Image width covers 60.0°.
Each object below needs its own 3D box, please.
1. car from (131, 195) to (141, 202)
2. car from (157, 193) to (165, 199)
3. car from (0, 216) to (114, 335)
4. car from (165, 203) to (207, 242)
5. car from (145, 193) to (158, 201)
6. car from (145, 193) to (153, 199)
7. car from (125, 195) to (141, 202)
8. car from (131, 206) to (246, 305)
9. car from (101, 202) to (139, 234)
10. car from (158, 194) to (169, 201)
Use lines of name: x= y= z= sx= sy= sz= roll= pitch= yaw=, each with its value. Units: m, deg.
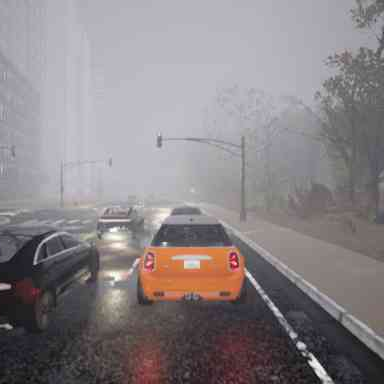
car: x=-11.612 y=1.359 z=69.441 sx=1.837 sy=1.490 sz=4.892 roll=0 pitch=0 yaw=-8
car: x=-8.624 y=1.149 z=91.117 sx=1.812 sy=1.442 sz=4.674 roll=0 pitch=0 yaw=-10
car: x=-3.247 y=1.482 z=6.676 sx=2.128 sy=1.511 sz=4.902 roll=0 pitch=0 yaw=-1
car: x=-0.297 y=1.451 z=17.437 sx=1.882 sy=1.535 sz=5.008 roll=0 pitch=0 yaw=-1
car: x=-10.005 y=1.301 z=80.234 sx=1.882 sy=1.535 sz=5.008 roll=0 pitch=0 yaw=-9
car: x=-11.822 y=1.107 z=90.536 sx=1.882 sy=1.535 sz=5.008 roll=0 pitch=0 yaw=-10
car: x=-9.747 y=1.252 z=54.104 sx=2.097 sy=1.767 sz=4.553 roll=0 pitch=0 yaw=-6
car: x=-0.026 y=1.340 z=8.217 sx=2.097 sy=1.767 sz=4.553 roll=0 pitch=0 yaw=-1
car: x=-3.526 y=1.466 z=16.991 sx=2.128 sy=1.511 sz=4.902 roll=0 pitch=0 yaw=-2
car: x=-6.869 y=1.413 z=81.173 sx=1.895 sy=1.301 sz=4.718 roll=0 pitch=0 yaw=-10
